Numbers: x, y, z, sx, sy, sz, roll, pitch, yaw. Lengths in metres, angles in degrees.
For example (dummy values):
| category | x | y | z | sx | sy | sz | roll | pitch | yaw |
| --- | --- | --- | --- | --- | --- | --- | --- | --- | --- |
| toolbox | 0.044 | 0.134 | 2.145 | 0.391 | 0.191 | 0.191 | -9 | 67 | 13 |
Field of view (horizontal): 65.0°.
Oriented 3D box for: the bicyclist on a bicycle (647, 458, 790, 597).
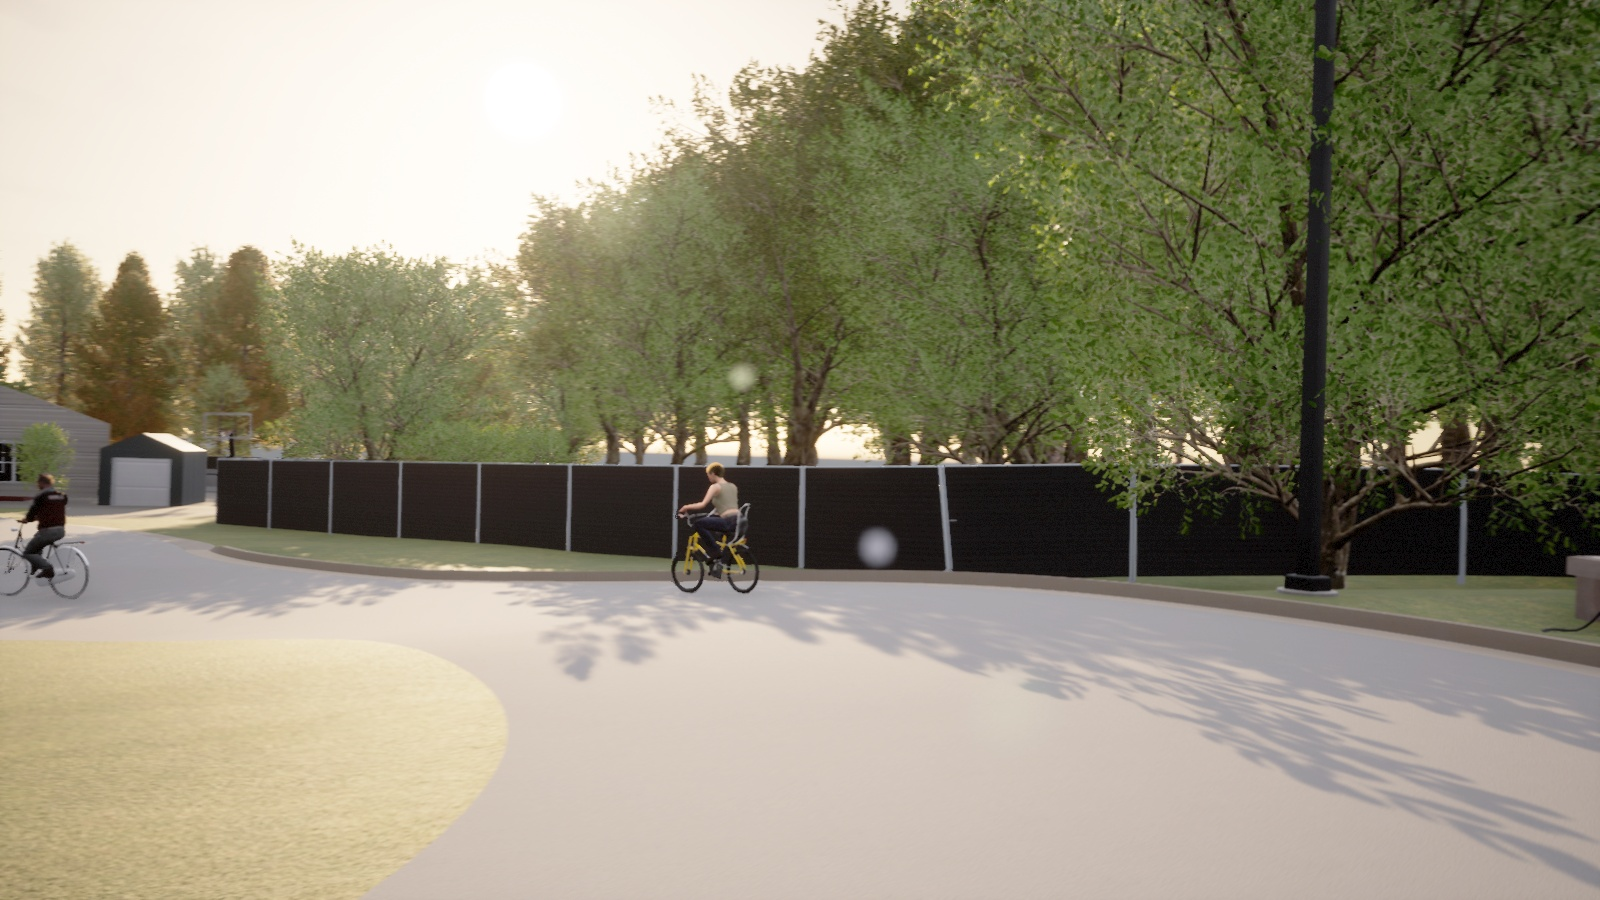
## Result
| category | x | y | z | sx | sy | sz | roll | pitch | yaw |
| --- | --- | --- | --- | --- | --- | --- | --- | --- | --- |
| bicyclist on a bicycle | -1.010 | 0.967 | 15.405 | 1.509 | 1.612 | 0.866 | -6 | -5 | 41 |

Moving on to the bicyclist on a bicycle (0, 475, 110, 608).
| category | x | y | z | sx | sy | sz | roll | pitch | yaw |
| --- | --- | --- | --- | --- | --- | --- | --- | --- | --- |
| bicyclist on a bicycle | -10.682 | 1.257 | 17.591 | 1.843 | 1.776 | 0.659 | 0 | 1 | 17 |
